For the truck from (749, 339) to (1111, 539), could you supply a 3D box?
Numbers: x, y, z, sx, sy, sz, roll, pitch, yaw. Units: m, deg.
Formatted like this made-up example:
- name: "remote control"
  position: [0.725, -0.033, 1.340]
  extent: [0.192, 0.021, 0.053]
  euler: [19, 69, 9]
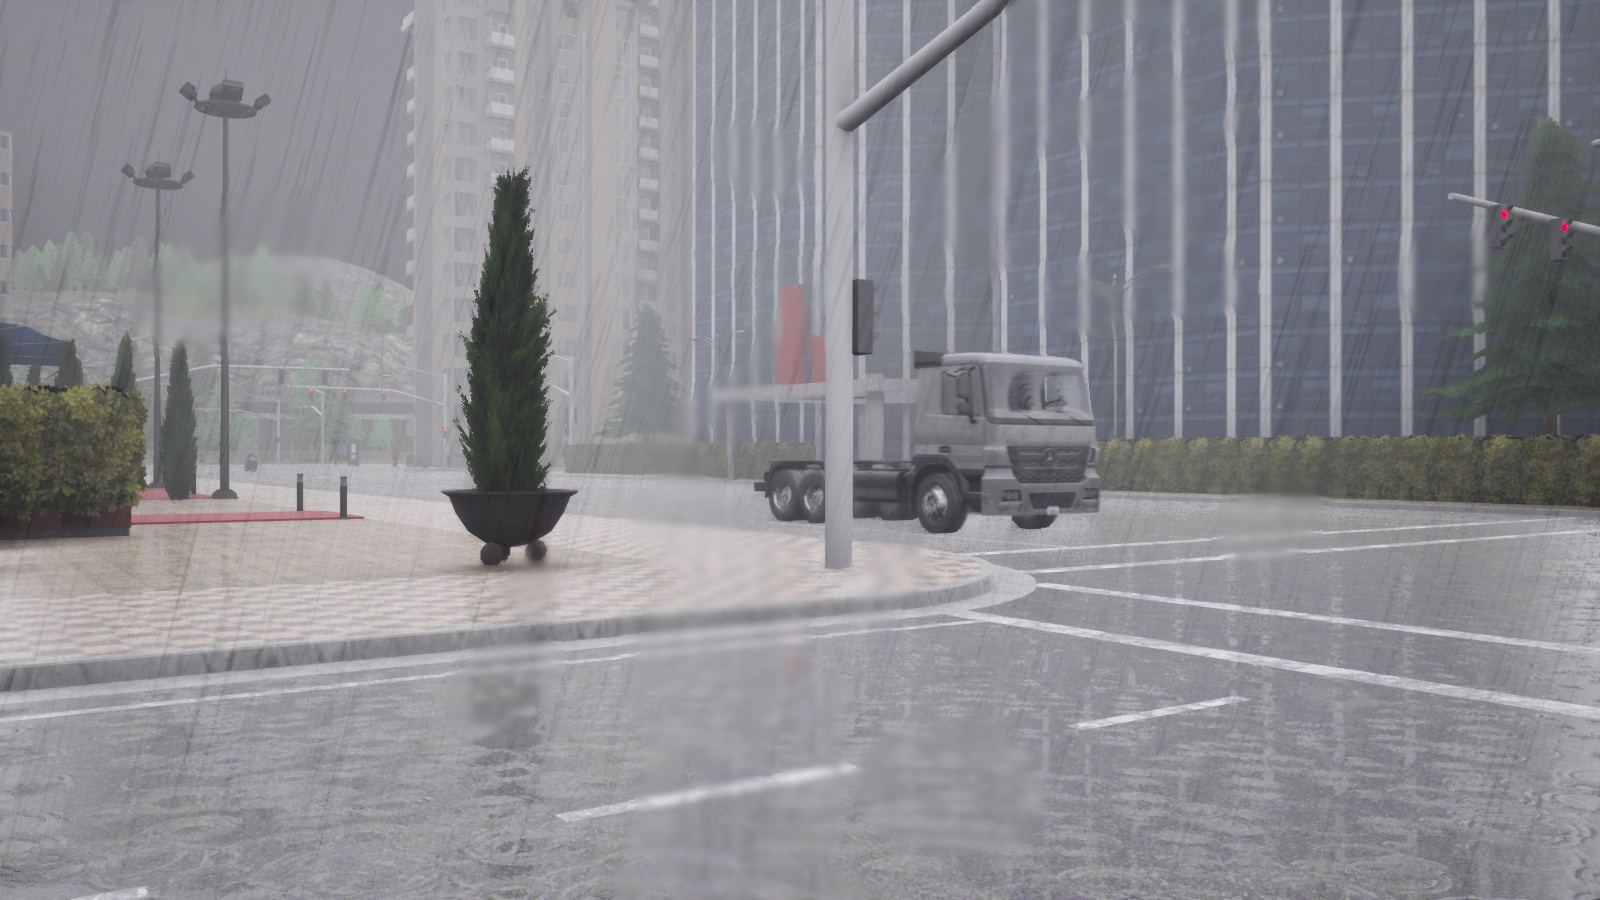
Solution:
- name: "truck"
  position: [2.326, -0.179, 25.848]
  extent: [2.891, 3.462, 7.936]
  euler: [0, 0, -35]
